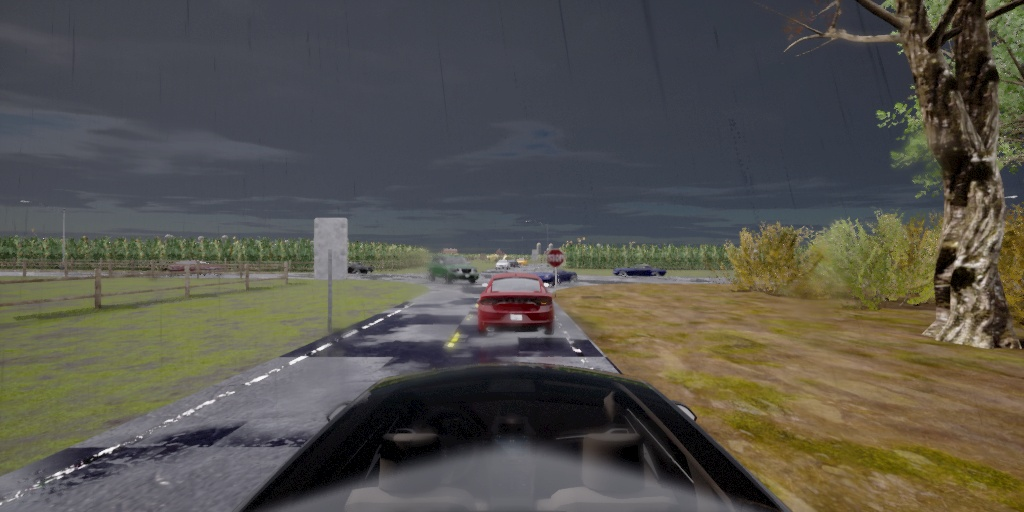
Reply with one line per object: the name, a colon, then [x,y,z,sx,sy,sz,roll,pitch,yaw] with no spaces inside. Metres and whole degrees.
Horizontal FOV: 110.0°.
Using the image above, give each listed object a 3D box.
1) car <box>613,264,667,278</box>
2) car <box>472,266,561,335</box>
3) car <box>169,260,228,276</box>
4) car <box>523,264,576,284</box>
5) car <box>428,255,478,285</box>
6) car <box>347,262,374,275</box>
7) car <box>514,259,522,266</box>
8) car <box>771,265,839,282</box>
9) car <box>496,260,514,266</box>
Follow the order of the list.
car: [12.074,1.446,34.230,4.718,1.301,1.895,0,0,10]
car: [0.105,1.228,10.499,1.882,1.535,5.008,0,0,0]
car: [-28.622,1.083,32.752,4.674,1.442,1.812,0,0,2]
car: [2.883,1.361,25.067,1.895,1.301,4.718,0,0,31]
car: [-4.424,0.960,26.479,2.150,2.045,5.566,1,0,-32]
car: [-16.457,1.256,35.896,4.718,1.301,1.895,0,0,3]
car: [0.002,1.330,63.592,2.033,1.411,5.357,0,0,9]
car: [23.805,1.432,29.182,4.674,1.442,1.812,0,0,6]
car: [-1.317,1.298,53.997,1.812,1.442,4.674,0,0,6]
